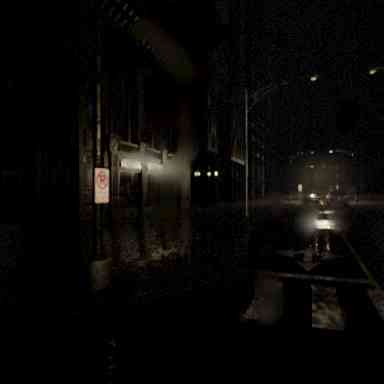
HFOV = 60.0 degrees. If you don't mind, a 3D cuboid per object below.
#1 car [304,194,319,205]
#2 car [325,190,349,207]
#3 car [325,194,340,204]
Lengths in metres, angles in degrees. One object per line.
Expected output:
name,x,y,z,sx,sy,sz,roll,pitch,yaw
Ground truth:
car,16.604,1.021,46.269,2.033,1.411,5.357,0,1,20
car,17.807,0.739,40.678,2.150,2.045,5.566,0,1,20
car,21.420,1.004,50.762,1.895,1.301,4.718,0,1,20
